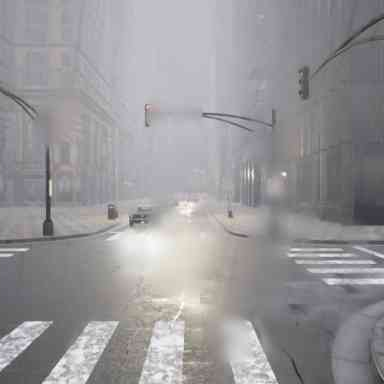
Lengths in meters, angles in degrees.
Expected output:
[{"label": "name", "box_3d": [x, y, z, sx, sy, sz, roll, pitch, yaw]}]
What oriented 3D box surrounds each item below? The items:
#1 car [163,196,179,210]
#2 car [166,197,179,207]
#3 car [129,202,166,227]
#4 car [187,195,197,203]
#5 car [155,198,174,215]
[{"label": "car", "box_3d": [-3.124, 1.351, 43.083, 2.097, 1.767, 4.553, 0, 0, 0]}, {"label": "car", "box_3d": [-3.086, 1.527, 53.125, 1.812, 1.442, 4.674, 0, 0, 0]}, {"label": "car", "box_3d": [-3.114, 1.599, 23.139, 1.895, 1.301, 4.718, 0, 0, 0]}, {"label": "car", "box_3d": [0.055, 1.359, 69.613, 2.097, 1.767, 4.553, 0, 0, 0]}, {"label": "car", "box_3d": [-3.115, 1.562, 33.082, 1.994, 1.385, 4.181, 0, 0, 0]}]
